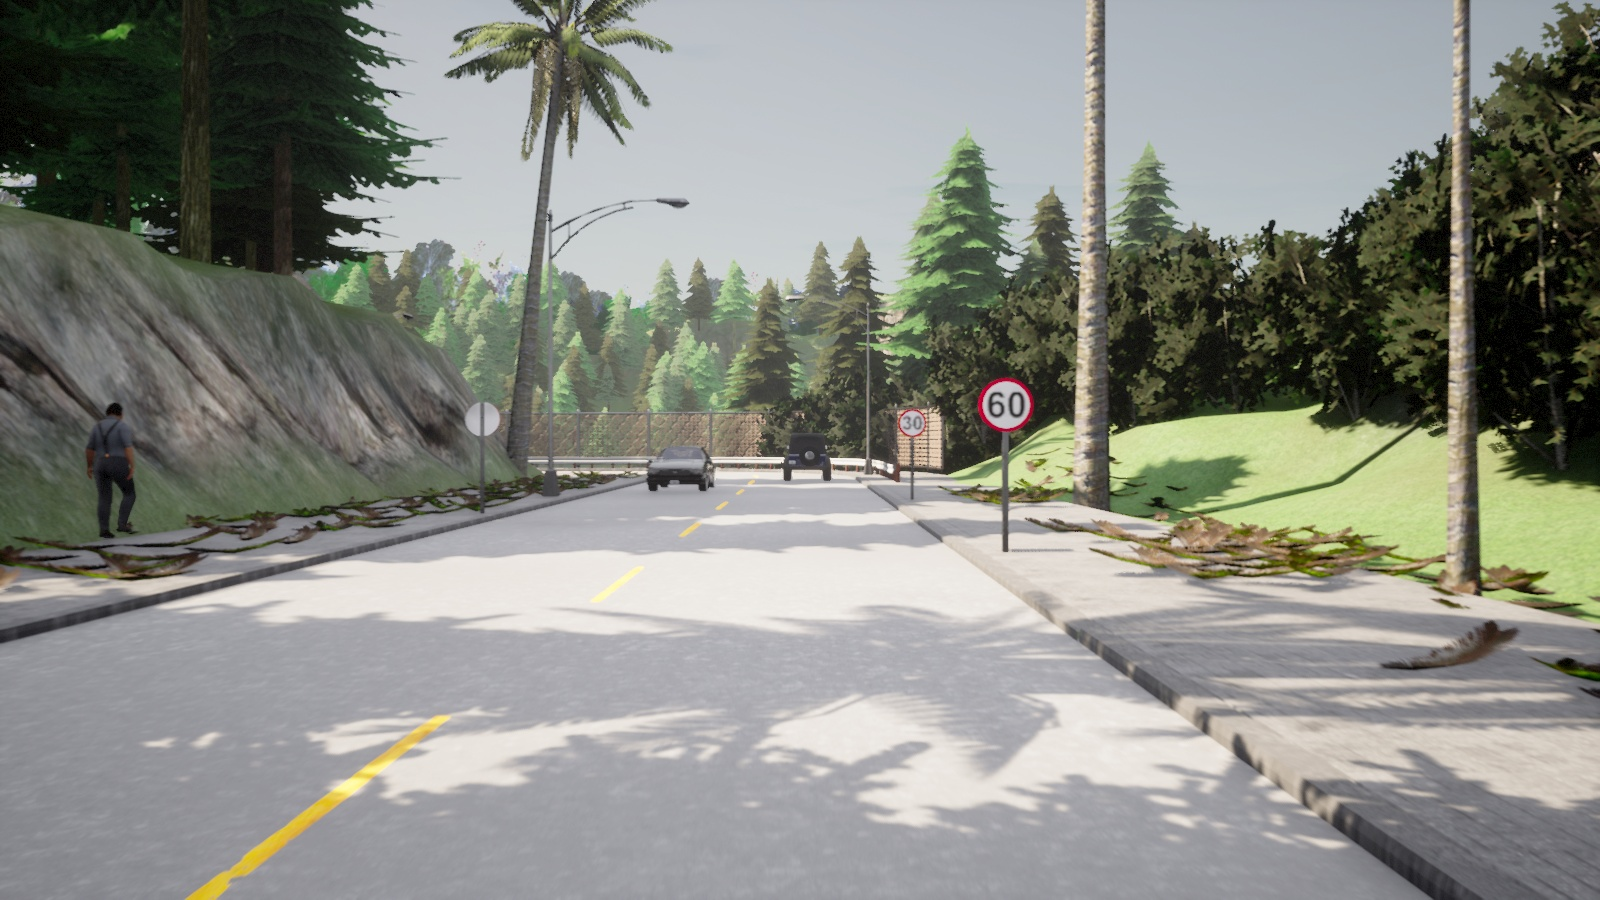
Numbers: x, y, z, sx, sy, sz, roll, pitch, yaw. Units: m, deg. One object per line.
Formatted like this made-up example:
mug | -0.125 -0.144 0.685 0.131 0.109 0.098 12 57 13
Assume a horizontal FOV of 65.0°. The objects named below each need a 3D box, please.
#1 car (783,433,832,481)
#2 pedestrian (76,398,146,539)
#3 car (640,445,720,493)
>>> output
car | 0.291 0.256 50.807 1.905 1.878 3.866 0 0 0
pedestrian | -9.206 0.239 16.794 0.540 1.848 0.694 0 0 0
car | -3.765 0.564 40.344 2.033 1.411 5.357 0 0 0
